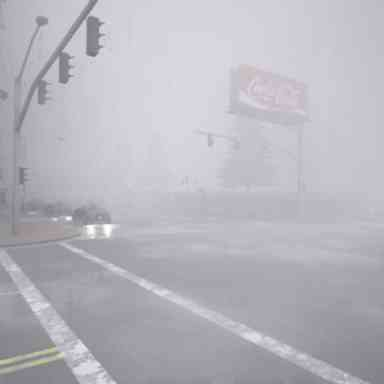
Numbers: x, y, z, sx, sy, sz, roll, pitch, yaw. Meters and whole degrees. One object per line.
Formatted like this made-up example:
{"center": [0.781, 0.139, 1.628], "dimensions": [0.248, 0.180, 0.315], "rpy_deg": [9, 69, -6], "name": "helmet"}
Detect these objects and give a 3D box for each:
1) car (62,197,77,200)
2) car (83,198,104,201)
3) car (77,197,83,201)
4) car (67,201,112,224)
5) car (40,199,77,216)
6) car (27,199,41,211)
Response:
{"center": [-22.076, 1.754, 57.790], "dimensions": [1.994, 1.385, 4.181], "rpy_deg": [1, -1, -36], "name": "car"}
{"center": [-16.004, 1.739, 55.348], "dimensions": [1.837, 1.490, 4.892], "rpy_deg": [1, -1, -36], "name": "car"}
{"center": [-21.497, 1.711, 62.975], "dimensions": [1.882, 1.535, 5.008], "rpy_deg": [1, -1, -36], "name": "car"}
{"center": [-7.764, 1.667, 25.605], "dimensions": [1.994, 1.385, 4.181], "rpy_deg": [1, 0, -36], "name": "car"}
{"center": [-13.579, 1.667, 33.673], "dimensions": [1.994, 1.385, 4.181], "rpy_deg": [1, -1, -36], "name": "car"}
{"center": [-19.473, 1.580, 41.877], "dimensions": [1.882, 1.535, 5.008], "rpy_deg": [1, -1, -36], "name": "car"}
